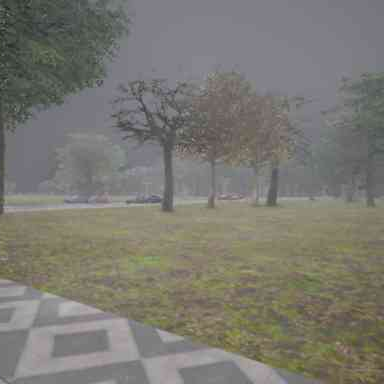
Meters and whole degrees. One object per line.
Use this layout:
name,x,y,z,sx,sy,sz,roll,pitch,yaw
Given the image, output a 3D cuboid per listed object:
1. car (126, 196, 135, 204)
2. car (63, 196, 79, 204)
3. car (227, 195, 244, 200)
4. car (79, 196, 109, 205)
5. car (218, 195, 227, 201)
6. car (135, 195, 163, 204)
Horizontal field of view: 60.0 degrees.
car,-9.225,1.306,57.054,1.994,1.385,4.181,0,0,36
car,-18.662,1.295,55.162,2.033,1.411,5.357,0,0,36
car,10.940,1.363,79.888,1.994,1.385,4.181,0,0,35
car,-15.513,1.303,53.997,1.994,1.385,4.181,0,0,36
car,8.055,1.343,81.438,1.812,1.442,4.674,0,0,35
car,-6.573,1.239,55.177,1.837,1.490,4.892,0,0,36
